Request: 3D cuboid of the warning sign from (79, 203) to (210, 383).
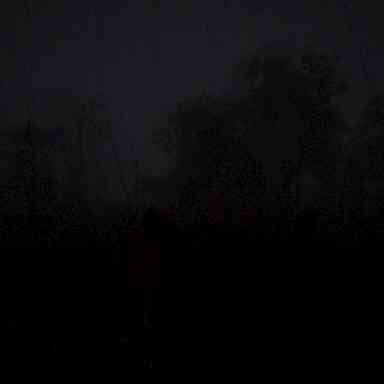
[{"bbox_3d":[-0.578,1.105,4.353,1.060,1.860,1.300,1,0,35],"label":"warning sign"}]
